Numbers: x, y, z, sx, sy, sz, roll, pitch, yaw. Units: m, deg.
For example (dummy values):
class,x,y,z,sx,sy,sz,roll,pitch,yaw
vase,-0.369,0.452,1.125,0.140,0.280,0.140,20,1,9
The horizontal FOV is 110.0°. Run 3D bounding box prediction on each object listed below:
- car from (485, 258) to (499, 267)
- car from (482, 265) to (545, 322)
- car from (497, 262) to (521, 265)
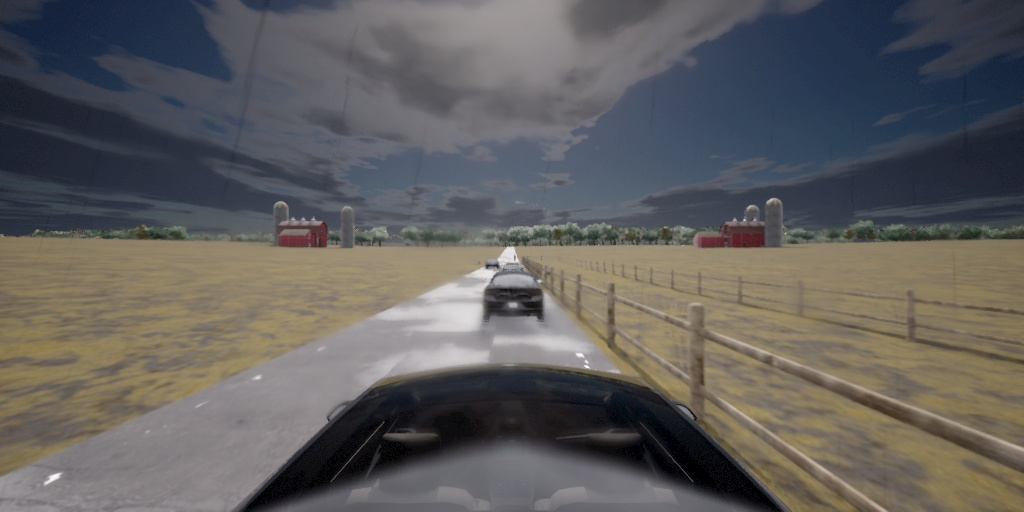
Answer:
class,x,y,z,sx,sy,sz,roll,pitch,yaw
car,-2.827,1.090,51.535,1.882,1.535,5.008,0,0,0
car,0.068,1.235,12.461,1.882,1.535,5.008,0,0,1
car,0.069,1.273,28.014,1.837,1.490,4.892,0,0,0
